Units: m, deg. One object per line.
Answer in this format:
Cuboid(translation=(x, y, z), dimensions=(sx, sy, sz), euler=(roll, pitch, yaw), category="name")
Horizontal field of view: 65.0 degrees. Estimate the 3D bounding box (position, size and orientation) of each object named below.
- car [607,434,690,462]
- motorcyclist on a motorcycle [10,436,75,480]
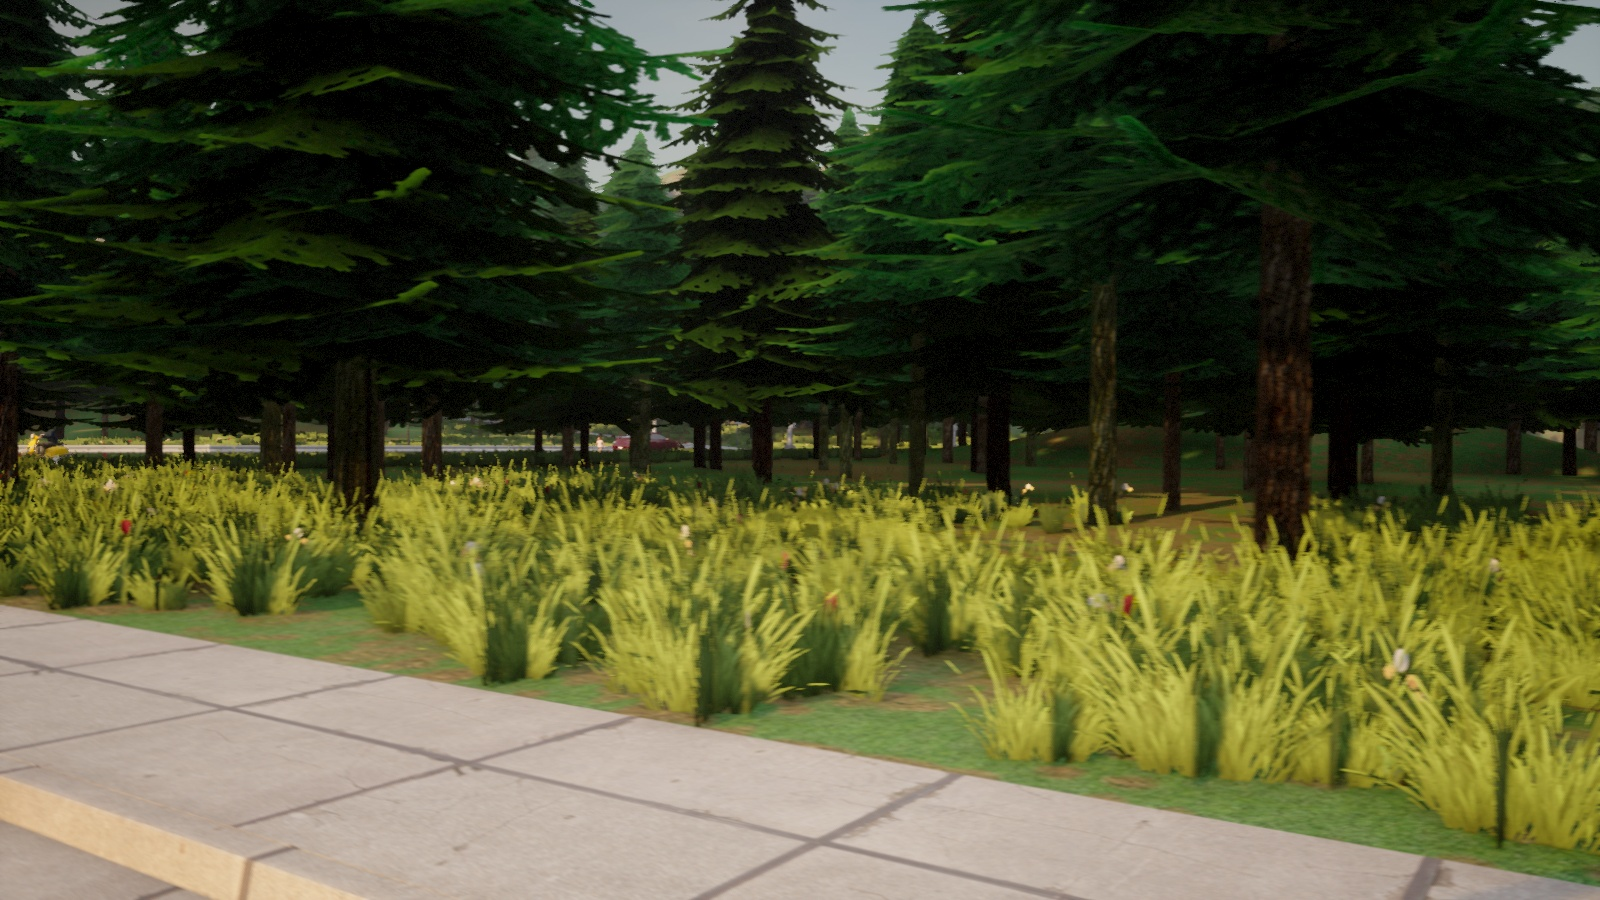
Cuboid(translation=(-8.250, -0.131, 68.819), dimensions=(1.812, 1.442, 4.674), euler=(0, 1, 35), category="car")
Cuboid(translation=(-27.821, 0.281, 46.161), dimensions=(0.866, 1.590, 1.817), euler=(0, 1, 33), category="motorcyclist on a motorcycle")
